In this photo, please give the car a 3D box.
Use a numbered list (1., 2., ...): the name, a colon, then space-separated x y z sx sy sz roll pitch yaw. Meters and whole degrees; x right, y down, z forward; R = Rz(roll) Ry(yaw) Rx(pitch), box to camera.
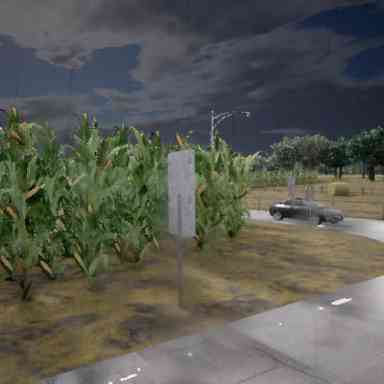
1. car: 7.113 1.182 21.051 1.837 1.490 4.892 -1 1 -33
